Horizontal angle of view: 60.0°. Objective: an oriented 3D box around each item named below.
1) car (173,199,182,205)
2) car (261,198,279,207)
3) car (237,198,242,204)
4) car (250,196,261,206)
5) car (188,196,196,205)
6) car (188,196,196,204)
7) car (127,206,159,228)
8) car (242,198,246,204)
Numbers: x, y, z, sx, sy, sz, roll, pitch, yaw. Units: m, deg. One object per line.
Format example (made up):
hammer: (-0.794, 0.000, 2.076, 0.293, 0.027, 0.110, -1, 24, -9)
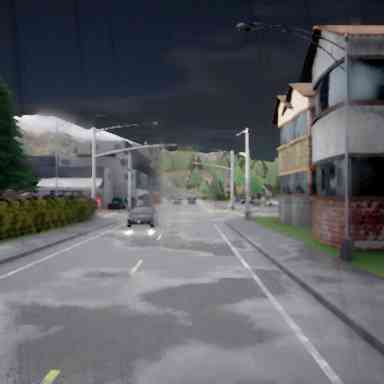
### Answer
car: (-3.516, 2.438, 79.105, 1.994, 1.385, 4.181, 0, -1, 0)
car: (14.477, 1.892, 57.514, 3.806, 1.475, 1.970, 0, -1, 0)
car: (13.735, 2.004, 79.631, 4.605, 1.855, 1.932, 0, -1, 0)
car: (14.152, 1.885, 63.932, 5.027, 1.636, 2.152, 0, -1, 0)
car: (-0.016, 2.368, 79.674, 2.033, 1.411, 5.357, 0, -1, 0)
car: (-0.019, 2.226, 91.479, 2.150, 2.045, 5.566, 0, -1, 0)
car: (-3.527, 1.783, 24.494, 1.837, 1.490, 4.892, 0, -1, 0)
car: (14.148, 1.951, 76.726, 3.866, 1.878, 1.905, 0, -1, 0)
